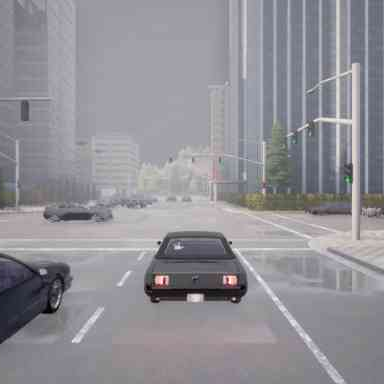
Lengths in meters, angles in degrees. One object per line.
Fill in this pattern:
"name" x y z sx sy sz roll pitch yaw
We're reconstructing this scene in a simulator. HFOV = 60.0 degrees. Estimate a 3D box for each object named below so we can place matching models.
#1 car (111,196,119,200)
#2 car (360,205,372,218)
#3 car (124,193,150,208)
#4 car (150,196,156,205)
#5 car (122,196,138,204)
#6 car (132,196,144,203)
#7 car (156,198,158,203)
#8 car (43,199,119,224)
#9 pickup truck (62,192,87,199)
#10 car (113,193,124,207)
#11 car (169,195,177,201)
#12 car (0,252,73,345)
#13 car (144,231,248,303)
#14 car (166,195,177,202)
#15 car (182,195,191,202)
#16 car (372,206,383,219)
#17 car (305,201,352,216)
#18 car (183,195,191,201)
"car" -11.332 1.564 43.322 1.994 1.385 4.181 0 0 -1
"car" 16.945 1.601 28.051 4.718 1.301 1.895 0 0 0
"car" -7.911 1.221 48.169 2.150 2.045 5.566 0 0 -1
"car" -8.039 1.352 57.918 2.097 1.767 4.553 0 0 -1
"car" -11.585 1.491 62.603 2.128 1.511 4.902 0 0 -1
"car" -11.682 1.546 72.583 1.994 1.385 4.181 0 0 -1
"car" -8.113 1.564 67.965 1.994 1.385 4.181 0 0 0
"car" -8.187 1.491 24.130 4.902 1.511 2.128 0 0 -1
"pickup truck" -24.753 1.059 69.215 2.390 2.098 6.274 0 0 30
"car" -11.467 1.221 52.655 2.150 2.045 5.566 0 0 -1
"car" -4.867 1.524 84.706 1.812 1.442 4.674 0 0 -1
"car" -3.435 1.547 4.558 2.033 1.411 5.357 0 0 0
"car" 0.069 1.601 8.153 1.895 1.301 4.718 0 0 0
"car" -4.702 1.500 74.538 1.837 1.490 4.892 0 0 -1
"car" -1.212 1.553 74.999 1.994 1.385 4.181 0 0 -1
"car" 16.343 1.505 24.347 4.892 1.490 1.837 0 0 -1
"car" 13.590 1.547 31.559 5.357 1.411 2.033 0 0 -3
"car" -1.367 1.540 84.774 2.033 1.411 5.357 0 0 -1
